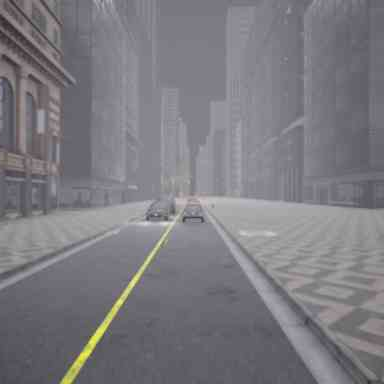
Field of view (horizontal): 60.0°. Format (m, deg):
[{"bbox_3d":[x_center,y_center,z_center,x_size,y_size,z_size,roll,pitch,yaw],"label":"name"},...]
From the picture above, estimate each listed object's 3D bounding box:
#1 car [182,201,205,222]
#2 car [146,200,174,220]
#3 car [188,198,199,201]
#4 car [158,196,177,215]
[{"bbox_3d":[0.124,1.721,28.268,2.033,1.411,5.357,0,0,1],"label":"car"},{"bbox_3d":[-2.945,1.683,29.662,1.837,1.490,4.892,0,-1,0],"label":"car"},{"bbox_3d":[0.165,1.619,44.756,2.097,1.767,4.553,0,0,1],"label":"car"},{"bbox_3d":[-2.922,1.429,37.732,2.150,2.045,5.566,0,0,0],"label":"car"}]
